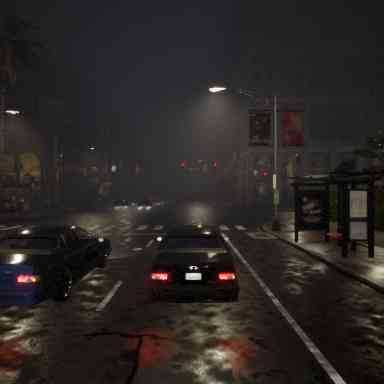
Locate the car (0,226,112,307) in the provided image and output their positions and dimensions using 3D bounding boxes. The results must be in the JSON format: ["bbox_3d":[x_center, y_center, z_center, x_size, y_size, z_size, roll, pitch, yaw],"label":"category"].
[{"bbox_3d":[-3.476,1.547,8.236,2.033,1.411,5.357,0,0,0],"label":"car"}]

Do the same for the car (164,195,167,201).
[{"bbox_3d":[-7.585,1.500,79.220,1.837,1.490,4.892,0,0,0],"label":"car"}]

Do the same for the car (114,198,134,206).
[{"bbox_3d":[-10.972,1.564,52.789,1.994,1.385,4.181,0,0,0],"label":"car"}]

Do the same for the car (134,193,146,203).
[{"bbox_3d":[-11.005,1.526,67.669,1.812,1.442,4.674,0,0,0],"label":"car"}]

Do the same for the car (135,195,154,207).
[{"bbox_3d":[-7.199,1.564,50.819,1.994,1.385,4.181,0,0,-5],"label":"car"}]

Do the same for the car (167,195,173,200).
[{"bbox_3d":[-6.665,1.500,91.730,1.837,1.490,4.892,0,0,9],"label":"car"}]

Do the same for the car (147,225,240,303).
[{"bbox_3d":[0.024,1.547,8.421,2.033,1.411,5.357,0,0,0],"label":"car"}]

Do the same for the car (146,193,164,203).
[{"bbox_3d":[-7.514,1.352,67.483,2.097,1.767,4.553,0,0,0],"label":"car"}]

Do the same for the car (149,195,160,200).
[{"bbox_3d":[-10.262,1.595,91.564,1.895,1.301,4.718,0,0,9],"label":"car"}]
